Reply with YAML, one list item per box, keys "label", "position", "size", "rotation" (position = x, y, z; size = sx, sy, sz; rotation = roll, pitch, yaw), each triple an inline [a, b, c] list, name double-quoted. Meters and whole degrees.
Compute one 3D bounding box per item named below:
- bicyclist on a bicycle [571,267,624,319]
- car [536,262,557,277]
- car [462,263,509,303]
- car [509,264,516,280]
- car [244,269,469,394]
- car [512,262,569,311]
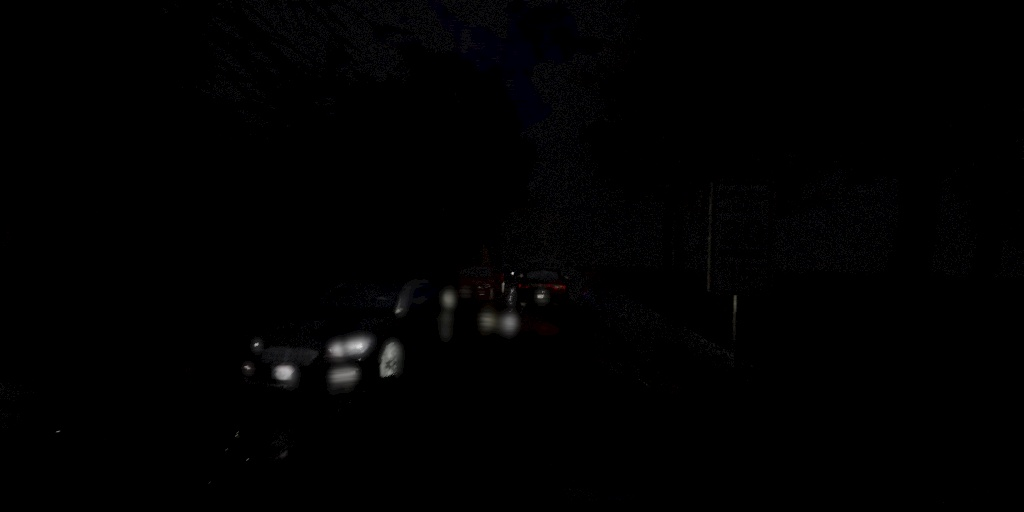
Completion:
- label: "bicyclist on a bicycle"
  position: [2.598, 1.133, 11.224]
  size: [1.656, 1.620, 0.582]
  rotation: [-8, -1, 6]
- label: "car"
  position: [3.561, 1.295, 36.890]
  size: [1.895, 1.301, 4.718]
  rotation: [2, 0, 6]
- label: "car"
  position: [-1.511, 1.114, 16.291]
  size: [1.882, 1.535, 5.008]
  rotation: [2, 0, 6]
- label: "car"
  position: [-0.456, 1.222, 26.540]
  size: [1.895, 1.301, 4.718]
  rotation: [2, 0, 6]
- label: "car"
  position: [-2.491, 1.145, 6.771]
  size: [2.128, 1.511, 4.902]
  rotation: [2, 0, 6]
- label: "car"
  position: [1.259, 1.201, 14.509]
  size: [1.882, 1.535, 5.008]
  rotation: [2, 0, 6]
